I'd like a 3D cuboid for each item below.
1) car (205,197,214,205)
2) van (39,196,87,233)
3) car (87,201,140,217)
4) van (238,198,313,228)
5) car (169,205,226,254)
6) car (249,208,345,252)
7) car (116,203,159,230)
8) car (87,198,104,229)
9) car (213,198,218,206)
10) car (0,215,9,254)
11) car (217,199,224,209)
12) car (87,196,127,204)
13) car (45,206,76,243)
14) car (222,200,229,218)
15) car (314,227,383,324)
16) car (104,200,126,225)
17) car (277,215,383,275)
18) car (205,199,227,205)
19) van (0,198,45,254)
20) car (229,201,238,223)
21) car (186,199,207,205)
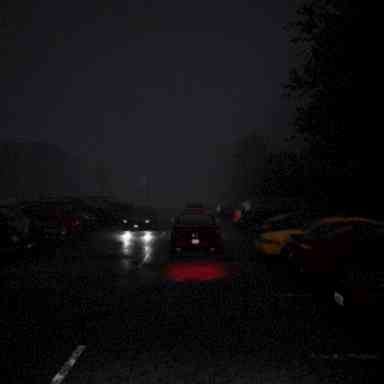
[{"bbox_3d":[5.313,2.145,65.173,4.674,1.452,2.002,0,-1,0],"label":"car"},{"bbox_3d":[-8.073,1.328,17.169,4.442,1.987,1.878,0,0,0],"label":"van"},{"bbox_3d":[-7.903,1.675,33.982,4.892,1.521,2.231,0,-1,0],"label":"car"},{"bbox_3d":[5.247,1.345,19.989,4.442,1.987,1.878,0,0,0],"label":"van"},{"bbox_3d":[0.127,1.538,13.807,1.882,1.535,5.008,0,0,0],"label":"car"},{"bbox_3d":[5.113,1.585,14.416,4.674,1.452,2.002,0,0,0],"label":"car"},{"bbox_3d":[-3.295,1.648,22.245,2.033,1.411,5.357,0,0,0],"label":"car"},{"bbox_3d":[-7.980,1.441,19.972,4.553,1.767,2.185,0,0,0],"label":"car"},{"bbox_3d":[5.189,1.707,36.691,5.008,1.535,2.097,0,-1,0],"label":"car"},{"bbox_3d":[-7.983,1.515,8.757,5.008,1.535,2.097,0,0,0],"label":"car"},{"bbox_3d":[5.176,1.648,31.123,5.008,1.535,2.097,0,-1,0],"label":"car"},{"bbox_3d":[-7.880,1.394,31.183,5.566,2.045,2.435,0,0,0],"label":"car"},{"bbox_3d":[-7.970,1.542,14.363,4.892,1.521,2.231,0,0,0],"label":"car"},{"bbox_3d":[5.162,1.665,28.336,4.674,1.452,2.002,0,0,0],"label":"car"},{"bbox_3d":[5.067,1.537,6.060,4.792,1.488,2.163,0,0,0],"label":"car"},{"bbox_3d":[-7.924,1.600,25.577,4.892,1.521,2.231,0,0,0],"label":"car"},{"bbox_3d":[5.097,1.520,8.845,5.008,1.535,2.097,0,0,0],"label":"car"},{"bbox_3d":[5.353,2.283,74.870,4.674,1.452,2.002,0,-1,0],"label":"car"},{"bbox_3d":[-7.855,1.302,11.561,4.442,1.987,1.878,0,0,0],"label":"van"},{"bbox_3d":[5.109,1.461,22.769,4.553,1.767,2.185,0,0,0],"label":"car"},{"bbox_3d":[0.191,1.685,32.358,1.837,1.490,4.892,0,-1,0],"label":"car"}]
